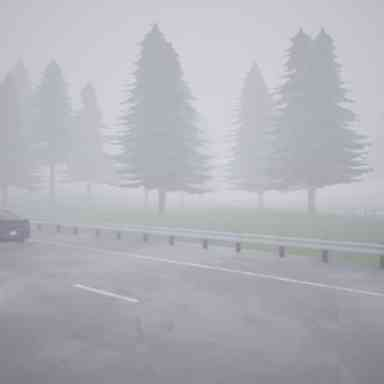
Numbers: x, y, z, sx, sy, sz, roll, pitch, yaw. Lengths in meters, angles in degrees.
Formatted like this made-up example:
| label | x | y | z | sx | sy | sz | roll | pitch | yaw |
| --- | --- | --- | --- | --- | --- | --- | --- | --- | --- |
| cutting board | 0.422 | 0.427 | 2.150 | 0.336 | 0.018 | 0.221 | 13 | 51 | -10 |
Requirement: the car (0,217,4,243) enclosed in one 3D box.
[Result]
| label | x | y | z | sx | sy | sz | roll | pitch | yaw |
| --- | --- | --- | --- | --- | --- | --- | --- | --- | --- |
| car | -7.366 | 1.417 | 8.865 | 5.008 | 1.535 | 1.882 | 1 | 0 | 33 |

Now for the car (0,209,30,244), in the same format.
| label | x | y | z | sx | sy | sz | roll | pitch | yaw |
| --- | --- | --- | --- | --- | --- | --- | --- | --- | --- |
| car | -8.910 | 1.400 | 13.996 | 5.008 | 1.535 | 1.882 | 0 | 0 | 32 |
